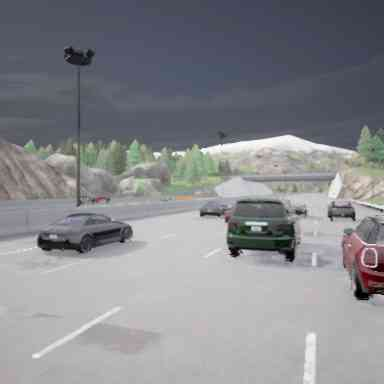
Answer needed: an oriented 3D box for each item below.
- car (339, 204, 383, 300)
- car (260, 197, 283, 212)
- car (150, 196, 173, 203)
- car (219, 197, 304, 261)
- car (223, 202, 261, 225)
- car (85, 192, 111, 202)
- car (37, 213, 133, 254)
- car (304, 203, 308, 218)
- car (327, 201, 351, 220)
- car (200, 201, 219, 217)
[{"bbox_3d":[4.949,1.351,8.159,2.097,1.767,4.553,0,0,21],"label":"car"},{"bbox_3d":[9.822,1.482,40.781,2.128,1.511,4.902,0,0,21],"label":"car"},{"bbox_3d":[-3.996,1.119,44.104,1.812,1.442,4.674,0,0,21],"label":"car"},{"bbox_3d":[2.916,1.217,12.634,2.150,2.045,5.566,0,0,21],"label":"car"},{"bbox_3d":[3.843,1.556,24.980,1.994,1.385,4.181,0,0,21],"label":"car"},{"bbox_3d":[-13.828,0.812,47.790,2.150,2.045,5.566,0,0,21],"label":"car"},{"bbox_3d":[-4.188,1.556,13.662,1.994,1.385,4.181,0,0,21],"label":"car"},{"bbox_3d":[9.418,1.594,29.819,1.895,1.301,4.718,0,0,21],"label":"car"},{"bbox_3d":[12.141,1.488,27.125,2.128,1.511,4.902,0,0,21],"label":"car"},{"bbox_3d":[2.213,1.553,30.557,1.994,1.385,4.181,0,0,21],"label":"car"}]
